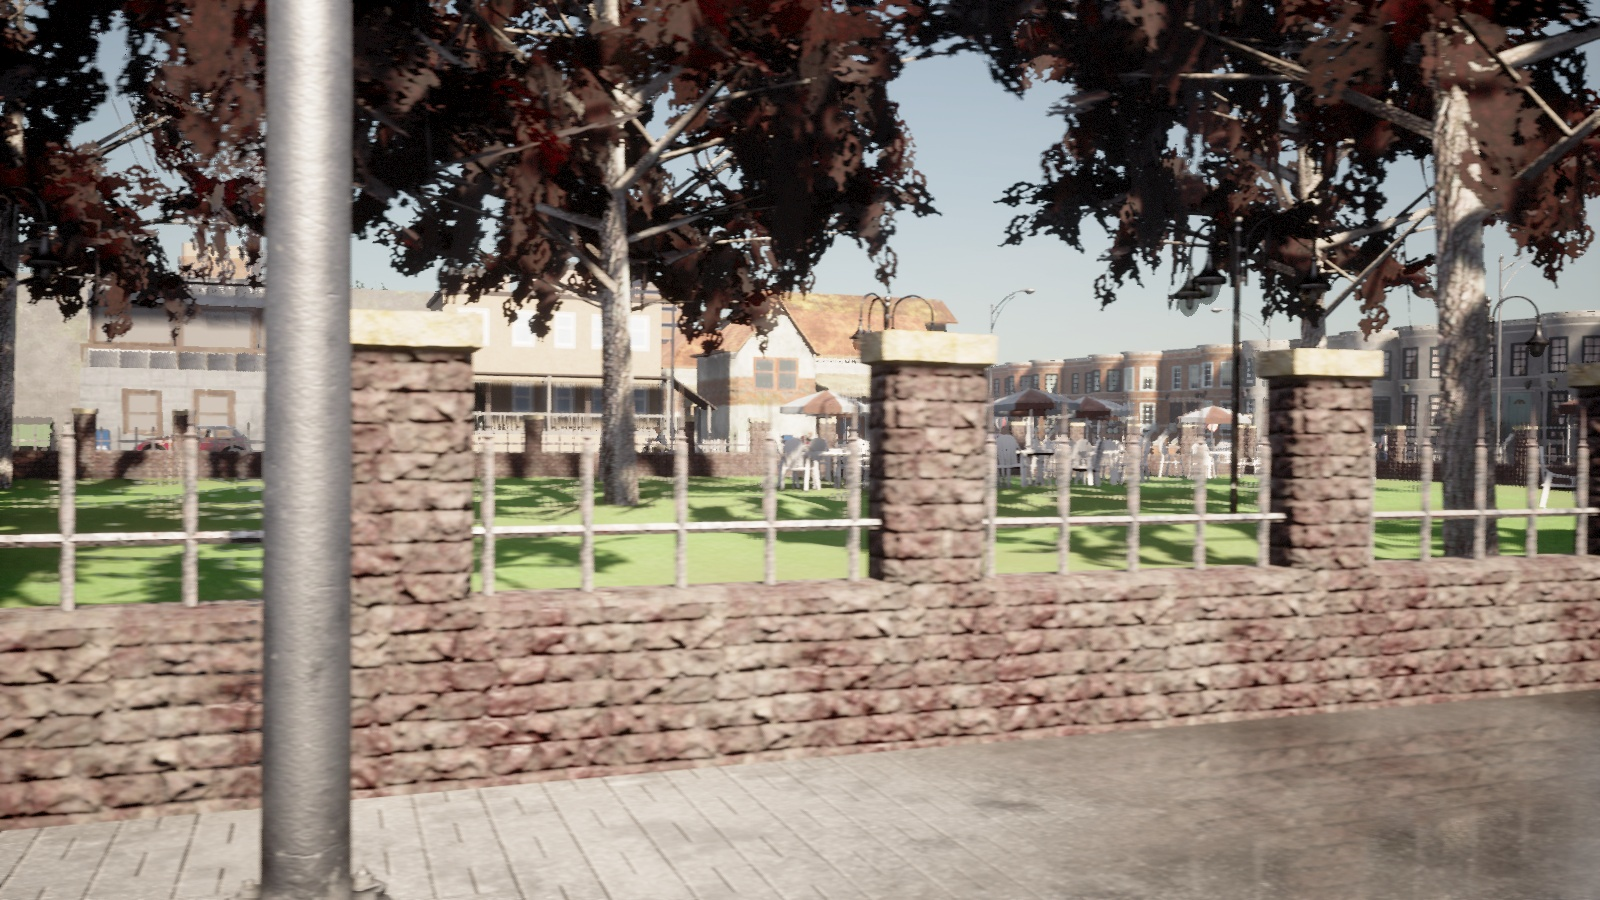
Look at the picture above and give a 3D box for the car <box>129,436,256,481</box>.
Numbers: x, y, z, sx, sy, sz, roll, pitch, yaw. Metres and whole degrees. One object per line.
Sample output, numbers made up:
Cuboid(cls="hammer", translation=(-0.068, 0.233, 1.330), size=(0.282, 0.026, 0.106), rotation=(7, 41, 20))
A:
Cuboid(cls="car", translation=(-21.273, 0.276, 44.126), size=(3.806, 1.475, 1.970), rotation=(-1, 1, -20))
